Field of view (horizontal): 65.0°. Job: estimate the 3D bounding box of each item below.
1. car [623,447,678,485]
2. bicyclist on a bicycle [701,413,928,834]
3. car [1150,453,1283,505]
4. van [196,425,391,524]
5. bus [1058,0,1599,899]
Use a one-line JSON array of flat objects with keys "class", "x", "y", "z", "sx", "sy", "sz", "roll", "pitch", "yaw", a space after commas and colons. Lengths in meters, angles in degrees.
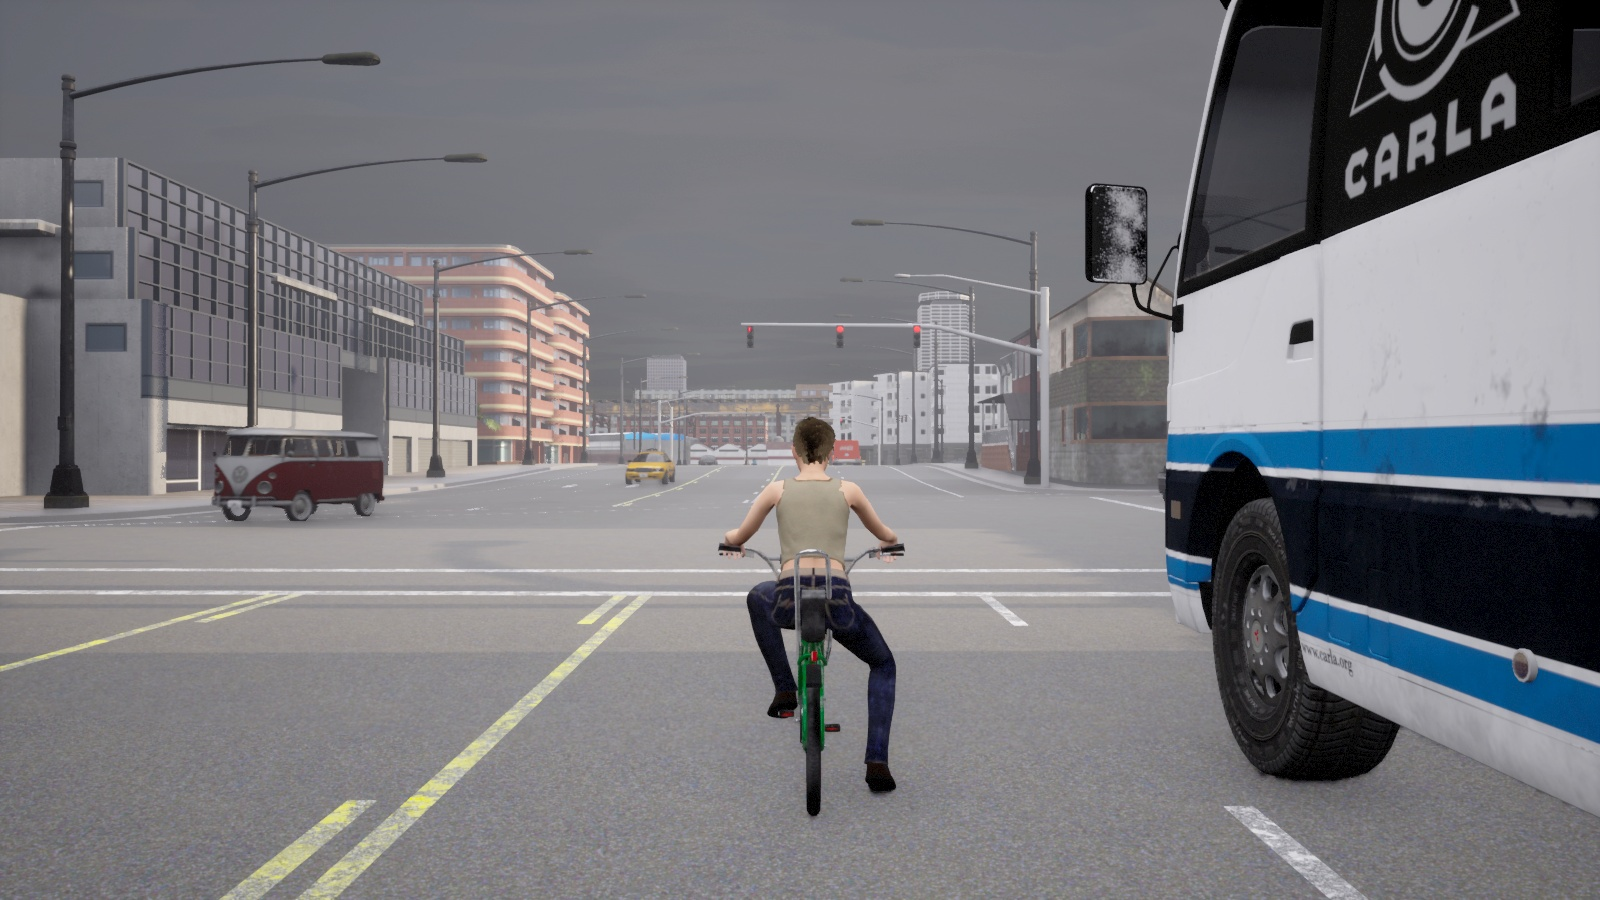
[{"class": "car", "x": -6.664, "y": 0.689, "z": 56.318, "sx": 1.801, "sy": 1.575, "sz": 5.366, "roll": 0, "pitch": 1, "yaw": 0}, {"class": "bicyclist on a bicycle", "x": 0.053, "y": 0.663, "z": 5.561, "sx": 0.866, "sy": 1.612, "sz": 1.509, "roll": 0, "pitch": 0, "yaw": 0}, {"class": "car", "x": 12.997, "y": 0.870, "z": 39.009, "sx": 4.892, "sy": 1.490, "sz": 1.837, "roll": 1, "pitch": -1, "yaw": -44}, {"class": "van", "x": -10.969, "y": 0.510, "z": 27.564, "sx": 1.775, "sy": 1.987, "sz": 4.442, "roll": 0, "pitch": 0, "yaw": 12}, {"class": "bus", "x": 3.564, "y": -0.636, "z": 2.680, "sx": 3.944, "sy": 4.253, "sz": 10.273, "roll": 0, "pitch": 0, "yaw": 0}]
